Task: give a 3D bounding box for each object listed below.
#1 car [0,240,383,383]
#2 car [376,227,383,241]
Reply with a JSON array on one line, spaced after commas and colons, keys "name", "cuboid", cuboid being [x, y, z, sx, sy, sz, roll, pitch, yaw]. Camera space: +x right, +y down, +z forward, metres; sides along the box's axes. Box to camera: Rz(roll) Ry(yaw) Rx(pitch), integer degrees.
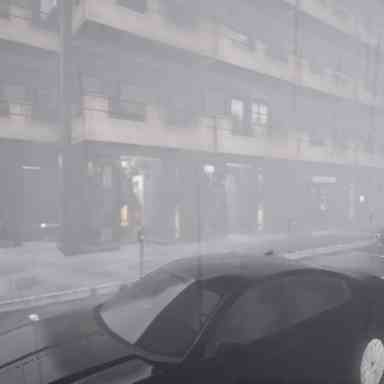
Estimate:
[{"name": "car", "cuboid": [0.286, 1.479, 3.582, 5.008, 1.535, 1.882, 0, 0, -36]}, {"name": "car", "cuboid": [8.868, 1.547, 12.897, 4.507, 1.381, 1.887, 0, 0, -36]}]
